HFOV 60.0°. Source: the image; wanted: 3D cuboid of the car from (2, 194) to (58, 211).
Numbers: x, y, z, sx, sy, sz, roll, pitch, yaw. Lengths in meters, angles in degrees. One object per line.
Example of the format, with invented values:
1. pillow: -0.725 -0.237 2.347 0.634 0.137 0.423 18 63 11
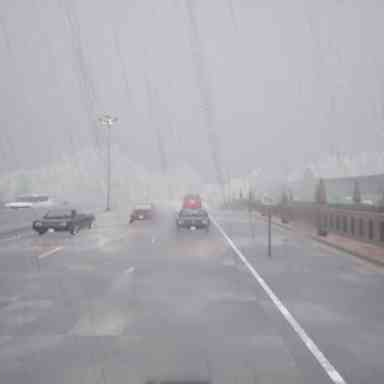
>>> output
1. car: -14.150 1.228 29.086 2.150 2.045 5.566 0 0 0

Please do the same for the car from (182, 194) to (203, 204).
1. car: 0.027 1.266 37.925 2.150 2.045 5.566 0 -1 0

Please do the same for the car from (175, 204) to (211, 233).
1. car: 0.064 1.596 19.482 1.895 1.301 4.718 0 0 0

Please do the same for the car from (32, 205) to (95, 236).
1. car: -6.934 1.604 18.590 1.895 1.301 4.718 0 0 0

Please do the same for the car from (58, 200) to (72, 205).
1. car: -17.659 1.752 44.401 1.882 1.535 5.008 0 -3 0

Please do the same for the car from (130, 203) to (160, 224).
1. car: -3.446 1.524 24.918 1.812 1.442 4.674 0 0 0
